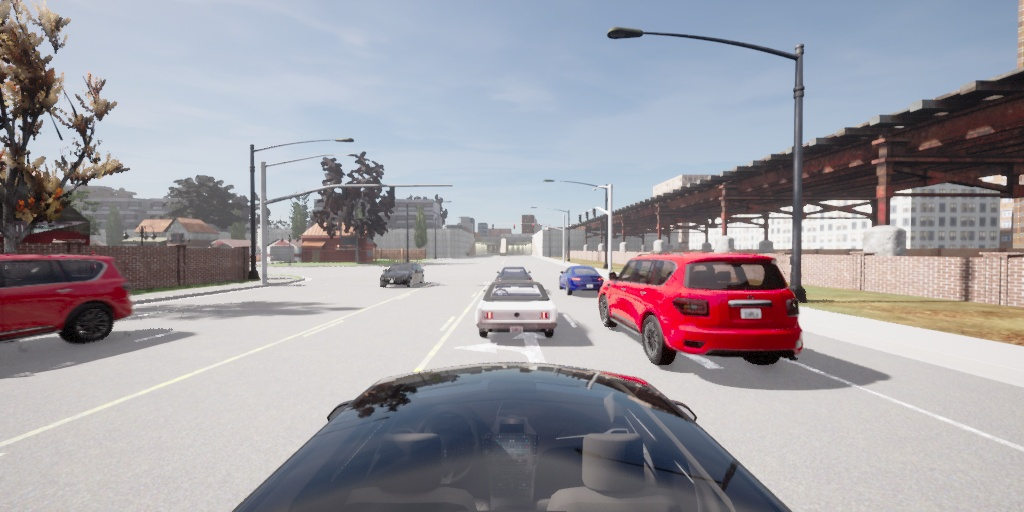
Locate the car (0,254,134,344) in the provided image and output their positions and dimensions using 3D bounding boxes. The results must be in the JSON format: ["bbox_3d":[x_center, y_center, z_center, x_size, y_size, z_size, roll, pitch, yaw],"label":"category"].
[{"bbox_3d":[-10.596,0.971,6.641,2.150,2.045,5.566,0,0,0],"label":"car"}]

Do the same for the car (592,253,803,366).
[{"bbox_3d":[3.604,0.962,8.112,2.150,2.045,5.566,0,0,0],"label":"car"}]

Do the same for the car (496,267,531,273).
[{"bbox_3d":[0.102,1.250,19.209,1.994,1.385,4.181,0,0,0],"label":"car"}]

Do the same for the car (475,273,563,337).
[{"bbox_3d":[0.101,1.334,10.196,1.895,1.301,4.718,0,0,0],"label":"car"}]

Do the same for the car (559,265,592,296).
[{"bbox_3d":[3.604,1.217,18.909,1.812,1.442,4.674,0,0,0],"label":"car"}]

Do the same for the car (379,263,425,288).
[{"bbox_3d":[-6.999,1.201,23.237,1.837,1.490,4.892,0,0,0],"label":"car"}]
